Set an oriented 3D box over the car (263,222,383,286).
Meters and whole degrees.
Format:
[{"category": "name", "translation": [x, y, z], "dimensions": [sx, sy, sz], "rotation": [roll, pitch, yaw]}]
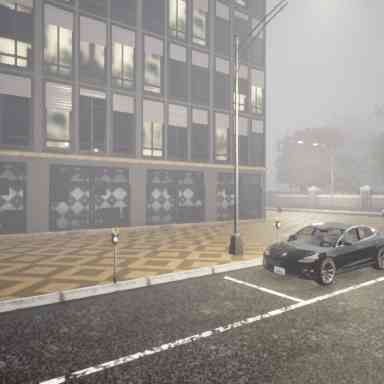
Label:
[{"category": "car", "translation": [3.930, 1.562, 9.447], "dimensions": [4.313, 1.339, 1.947], "rotation": [0, 0, -35]}]
